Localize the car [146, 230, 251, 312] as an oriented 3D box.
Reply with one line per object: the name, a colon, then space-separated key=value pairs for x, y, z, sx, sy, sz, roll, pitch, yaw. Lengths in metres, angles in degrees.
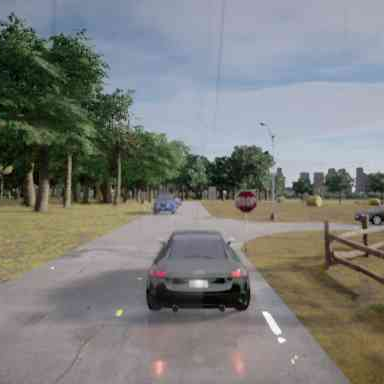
car: x=0.108 y=1.574 z=7.806 sx=1.994 sy=1.385 sz=4.181 roll=0 pitch=0 yaw=0

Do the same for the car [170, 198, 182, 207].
car: x=-2.778 y=1.774 z=58.595 sx=1.812 sy=1.442 sz=4.674 roll=0 pitch=0 yaw=1

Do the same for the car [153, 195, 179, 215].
car: x=-2.835 y=1.306 z=35.460 sx=2.150 sy=2.045 sz=5.566 roll=0 pitch=0 yaw=0

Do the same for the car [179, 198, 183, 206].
car: x=-2.815 y=1.714 z=48.066 sx=2.033 sy=1.411 sz=5.357 roll=0 pitch=0 yaw=1

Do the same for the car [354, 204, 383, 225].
car: x=14.357 y=1.605 z=24.056 sx=4.892 sy=1.490 sz=1.837 roll=0 pitch=-2 yaw=0
